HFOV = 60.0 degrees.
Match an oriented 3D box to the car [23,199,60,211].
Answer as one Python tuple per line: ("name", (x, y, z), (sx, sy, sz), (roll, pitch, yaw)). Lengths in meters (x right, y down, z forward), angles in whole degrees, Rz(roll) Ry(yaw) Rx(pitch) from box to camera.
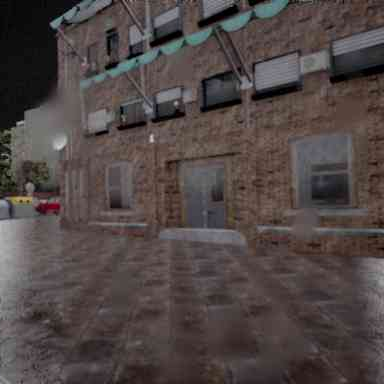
("car", (-22.242, 1.877, 49.248), (4.892, 1.521, 2.231), (-2, 1, 25))

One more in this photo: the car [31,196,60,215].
("car", (-14.507, 1.466, 36.690), (5.566, 2.045, 2.435), (-2, 1, 25))

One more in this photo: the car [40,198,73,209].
("car", (-21.067, 1.787, 51.777), (4.674, 1.452, 2.002), (-2, 2, 25))

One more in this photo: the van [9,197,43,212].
("van", (-23.312, 1.769, 46.656), (4.442, 1.987, 1.878), (-2, 1, 25))
